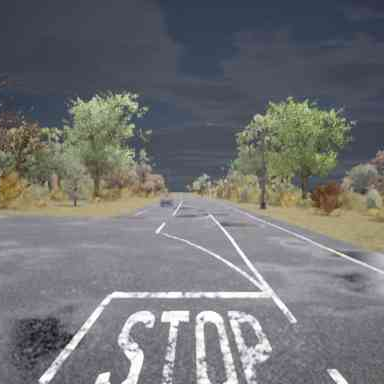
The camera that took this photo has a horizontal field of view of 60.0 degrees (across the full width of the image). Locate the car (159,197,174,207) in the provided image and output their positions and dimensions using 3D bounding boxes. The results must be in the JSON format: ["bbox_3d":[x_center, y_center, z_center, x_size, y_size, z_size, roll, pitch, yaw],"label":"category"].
[{"bbox_3d":[-3.586,1.405,47.791,2.033,1.411,5.357,0,0,0],"label":"car"}]
